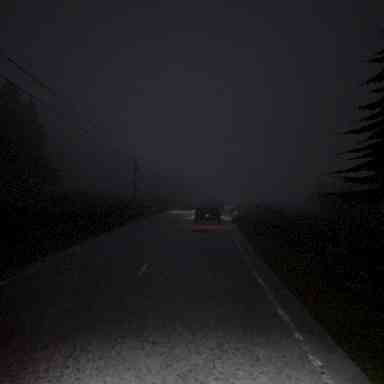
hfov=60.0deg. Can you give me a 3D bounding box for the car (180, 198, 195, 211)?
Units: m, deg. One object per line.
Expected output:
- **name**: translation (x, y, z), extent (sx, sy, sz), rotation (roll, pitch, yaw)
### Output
- **car**: translation (-0.295, 1.496, 42.048), extent (1.882, 1.535, 5.008), rotation (0, 0, 8)

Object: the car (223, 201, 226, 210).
- **car**: translation (3.243, 1.512, 42.805), extent (2.128, 1.511, 4.902), rotation (0, 0, 8)

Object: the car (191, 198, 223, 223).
- **car**: translation (1.289, 1.491, 25.652), extent (1.882, 1.535, 5.008), rotation (0, 0, 5)
